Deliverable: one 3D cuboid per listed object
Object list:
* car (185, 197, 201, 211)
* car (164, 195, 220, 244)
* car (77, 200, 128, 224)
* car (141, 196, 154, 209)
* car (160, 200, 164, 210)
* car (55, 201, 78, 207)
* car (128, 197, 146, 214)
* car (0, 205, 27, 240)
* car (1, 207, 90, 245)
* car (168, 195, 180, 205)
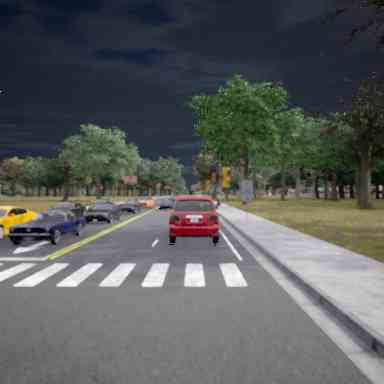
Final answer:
[{"bbox_3d":[0.096,1.492,42.356,1.882,1.535,5.008,0,0,0],"label":"car"},{"bbox_3d":[0.107,1.221,15.870,2.150,2.045,5.566,0,0,0],"label":"car"},{"bbox_3d":[-6.590,1.550,25.266,2.033,1.411,5.357,0,0,0],"label":"car"},{"bbox_3d":[-6.504,1.369,45.629,2.097,1.767,4.553,0,0,0],"label":"car"},{"bbox_3d":[-3.153,1.579,43.956,1.994,1.385,4.181,0,0,0],"label":"car"},{"bbox_3d":[-9.835,1.508,26.405,1.837,1.490,4.892,0,0,0],"label":"car"},{"bbox_3d":[-6.537,1.556,35.397,2.033,1.411,5.357,0,0,0],"label":"car"},{"bbox_3d":[-9.839,1.478,17.107,1.882,1.535,5.008,0,0,0],"label":"car"},{"bbox_3d":[-6.600,1.601,15.660,1.895,1.301,4.718,0,0,0],"label":"car"},{"bbox_3d":[-3.158,1.383,60.345,2.097,1.767,4.553,0,0,-2],"label":"car"}]
